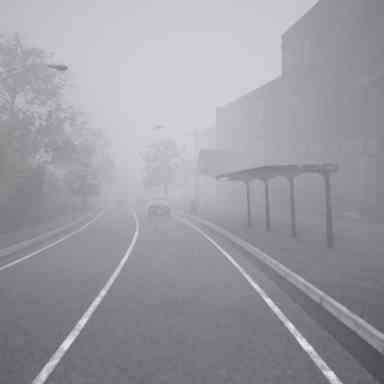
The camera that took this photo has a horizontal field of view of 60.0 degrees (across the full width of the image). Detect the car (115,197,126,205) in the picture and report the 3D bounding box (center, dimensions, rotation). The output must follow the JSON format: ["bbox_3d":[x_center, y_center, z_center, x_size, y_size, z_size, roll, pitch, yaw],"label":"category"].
[{"bbox_3d":[-12.865,1.576,60.079,1.882,1.535,5.008,-1,0,-11],"label":"car"}]

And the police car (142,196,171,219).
[{"bbox_3d":[-3.053,1.396,29.121,1.930,1.638,5.238,-1,0,-11],"label":"police car"}]

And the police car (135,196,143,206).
[{"bbox_3d":[-8.707,1.522,57.318,2.038,1.542,4.974,-1,0,-11],"label":"police car"}]
